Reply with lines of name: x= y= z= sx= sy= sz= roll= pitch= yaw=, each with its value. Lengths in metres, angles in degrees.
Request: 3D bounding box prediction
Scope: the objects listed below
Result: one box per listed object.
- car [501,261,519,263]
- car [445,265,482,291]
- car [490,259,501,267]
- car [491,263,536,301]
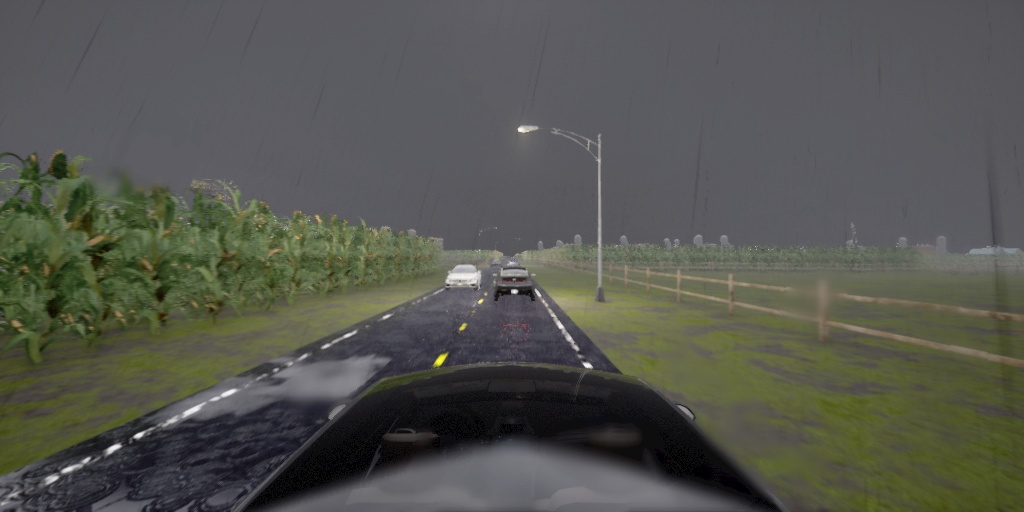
car: x=0.123 y=1.272 z=41.885 sx=2.033 sy=1.411 sz=5.357 roll=0 pitch=0 yaw=0
car: x=-2.839 y=1.268 z=21.890 sx=1.812 sy=1.442 sz=4.674 roll=0 pitch=0 yaw=0
car: x=-2.742 y=1.260 z=63.405 sx=1.994 sy=1.385 sz=4.181 roll=0 pitch=0 yaw=1
car: x=0.110 y=1.250 z=17.471 sx=1.837 sy=1.490 sz=4.892 roll=0 pitch=0 yaw=0
